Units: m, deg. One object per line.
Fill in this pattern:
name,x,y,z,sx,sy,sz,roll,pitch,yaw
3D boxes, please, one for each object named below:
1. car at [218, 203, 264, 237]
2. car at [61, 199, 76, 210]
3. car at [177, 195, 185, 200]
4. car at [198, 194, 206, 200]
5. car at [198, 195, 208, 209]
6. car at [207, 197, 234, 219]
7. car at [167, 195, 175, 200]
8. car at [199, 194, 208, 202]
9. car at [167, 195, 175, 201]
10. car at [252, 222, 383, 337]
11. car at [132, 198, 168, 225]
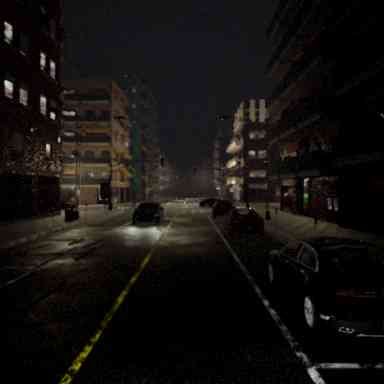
car,2.684,1.530,17.979,1.887,1.381,4.507,-1,0,0
car,-17.988,1.675,45.078,5.008,1.535,1.882,1,1,0
car,-2.976,1.466,89.765,2.128,1.511,4.902,0,0,0
car,2.703,1.395,89.975,1.967,1.590,4.097,-1,0,0
car,3.383,1.512,44.936,4.892,1.490,1.837,0,1,0
car,2.686,1.418,29.348,1.967,1.590,4.097,-1,0,0
car,-5.643,1.520,90.015,1.947,1.339,4.313,-1,0,0
car,2.699,1.397,78.634,1.967,1.590,4.097,-1,0,0
car,-5.645,1.481,84.174,1.752,1.417,4.829,-1,0,0
car,2.682,1.545,6.608,2.008,1.369,4.403,-1,0,0
car,-3.074,1.458,24.145,1.882,1.535,5.008,0,0,0
